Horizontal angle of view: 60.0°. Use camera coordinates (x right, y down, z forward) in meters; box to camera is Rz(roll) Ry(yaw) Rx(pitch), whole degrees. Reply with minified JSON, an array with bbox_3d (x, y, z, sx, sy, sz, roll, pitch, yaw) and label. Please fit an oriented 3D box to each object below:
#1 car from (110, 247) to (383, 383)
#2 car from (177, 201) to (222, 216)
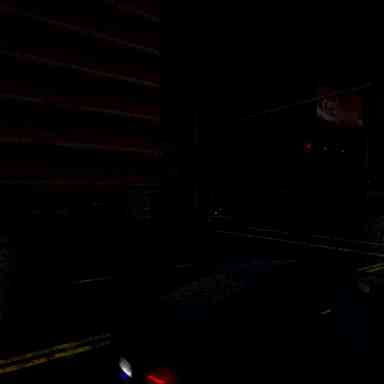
[{"bbox_3d":[1.221,1.526,4.609,4.674,1.442,1.812,0,0,-36],"label":"car"},{"bbox_3d":[0.645,1.547,32.696,2.033,1.411,5.357,0,0,-36],"label":"car"}]
